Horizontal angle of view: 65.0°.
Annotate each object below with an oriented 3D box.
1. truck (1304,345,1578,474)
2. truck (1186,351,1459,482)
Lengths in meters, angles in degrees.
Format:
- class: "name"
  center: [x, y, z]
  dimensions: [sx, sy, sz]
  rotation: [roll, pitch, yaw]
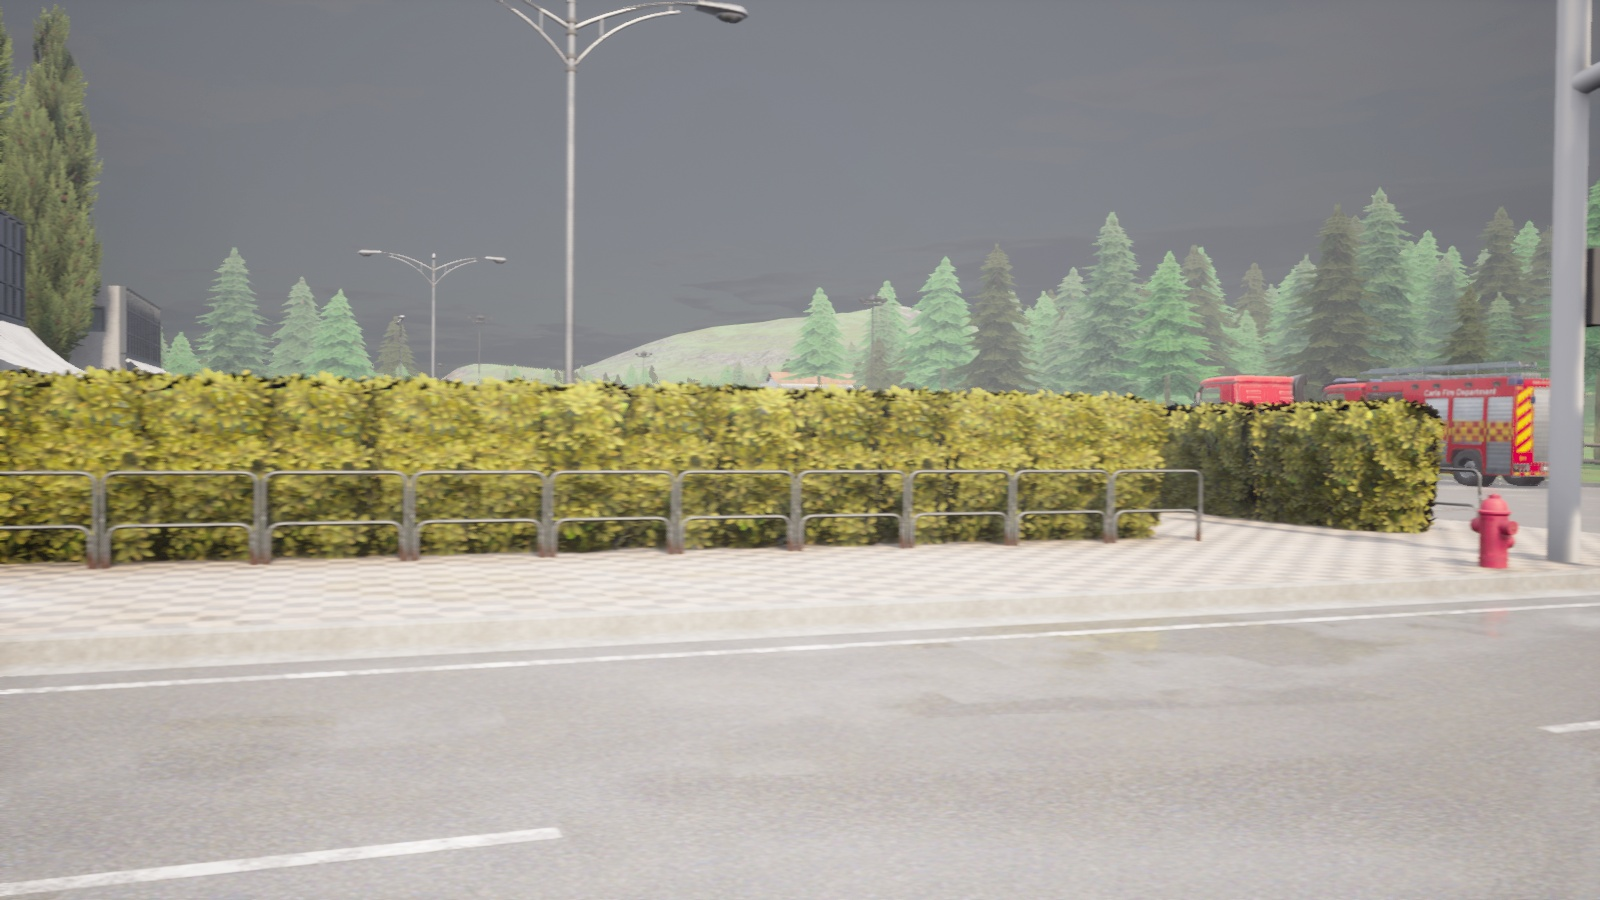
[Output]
- class: "truck"
  center: [21.019, -1.277, 41.914]
  dimensions: [2.891, 3.827, 8.468]
  rotation: [-1, 1, -20]
- class: "truck"
  center: [15.208, -0.958, 37.412]
  dimensions: [2.891, 3.462, 7.936]
  rotation: [-1, 1, -20]
